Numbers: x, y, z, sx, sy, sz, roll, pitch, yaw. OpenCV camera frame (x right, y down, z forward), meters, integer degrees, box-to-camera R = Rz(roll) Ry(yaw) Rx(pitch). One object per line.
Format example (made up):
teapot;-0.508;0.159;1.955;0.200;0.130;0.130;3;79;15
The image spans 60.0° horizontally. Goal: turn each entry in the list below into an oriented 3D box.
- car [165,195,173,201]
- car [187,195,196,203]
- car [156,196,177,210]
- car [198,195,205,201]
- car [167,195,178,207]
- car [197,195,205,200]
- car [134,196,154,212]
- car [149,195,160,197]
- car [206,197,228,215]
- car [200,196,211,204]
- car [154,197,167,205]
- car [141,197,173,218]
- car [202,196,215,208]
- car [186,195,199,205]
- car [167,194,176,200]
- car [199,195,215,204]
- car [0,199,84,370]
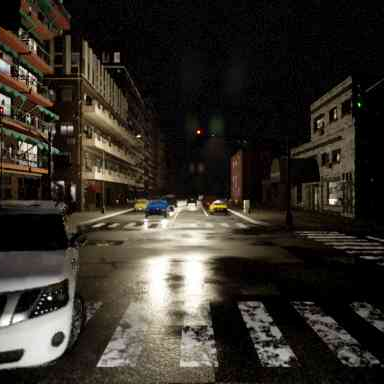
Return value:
car;-5.767;1.530;83.696;1.967;1.590;4.097;0;0;0
car;-0.066;1.432;70.658;1.882;1.535;5.008;0;0;0
car;-3.119;1.548;39.990;1.812;1.442;4.674;0;0;0
car;2.608;1.628;89.414;1.752;1.417;4.829;0;0;0
car;-3.122;1.538;50.059;1.837;1.490;4.892;0;0;0
car;2.603;1.666;94.783;2.008;1.369;4.403;0;0;0
car;-5.725;1.547;39.212;1.752;1.417;4.829;0;0;0
car;-5.734;1.349;50.461;2.192;1.841;5.009;0;0;0
car;2.661;1.543;34.022;1.752;1.417;4.829;0;0;0
car;2.630;1.609;67.087;2.008;1.369;4.403;0;0;0
car;-5.746;1.600;61.539;2.008;1.369;4.403;0;0;0
car;-3.128;1.492;30.712;1.882;1.535;5.008;0;0;0
car;2.651;1.609;44.930;1.802;1.307;4.206;0;0;0
car;-0.056;1.595;60.238;2.033;1.411;5.357;0;0;0
car;-5.777;1.430;94.775;2.192;1.841;5.009;0;0;0
car;2.646;1.349;50.470;2.192;1.841;5.009;0;0;0
car;-3.181;1.206;5.978;2.150;2.045;5.566;2;0;-18
